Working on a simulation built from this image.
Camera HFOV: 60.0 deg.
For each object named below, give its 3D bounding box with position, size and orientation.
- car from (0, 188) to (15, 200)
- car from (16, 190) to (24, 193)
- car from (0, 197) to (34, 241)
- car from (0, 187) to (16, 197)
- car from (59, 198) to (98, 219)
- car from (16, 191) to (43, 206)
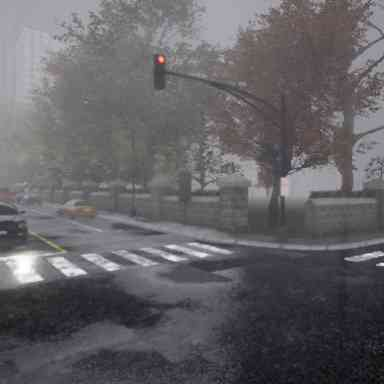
[{"bbox_3d":[-31.006,0.243,55.228,2.192,1.841,5.009,1,0,-36],"label":"car"},{"bbox_3d":[-21.237,0.783,41.799,1.947,1.339,4.313,1,0,-36],"label":"car"},{"bbox_3d":[-8.496,1.195,14.441,1.882,1.535,5.008,0,1,-36],"label":"car"},{"bbox_3d":[-23.174,0.433,40.039,2.150,2.045,5.566,0,1,-36],"label":"car"},{"bbox_3d":[-8.300,1.129,24.029,1.752,1.417,4.829,1,0,-36],"label":"car"},{"bbox_3d":[-17.977,0.865,37.322,2.008,1.369,4.403,1,0,-36],"label":"car"}]
